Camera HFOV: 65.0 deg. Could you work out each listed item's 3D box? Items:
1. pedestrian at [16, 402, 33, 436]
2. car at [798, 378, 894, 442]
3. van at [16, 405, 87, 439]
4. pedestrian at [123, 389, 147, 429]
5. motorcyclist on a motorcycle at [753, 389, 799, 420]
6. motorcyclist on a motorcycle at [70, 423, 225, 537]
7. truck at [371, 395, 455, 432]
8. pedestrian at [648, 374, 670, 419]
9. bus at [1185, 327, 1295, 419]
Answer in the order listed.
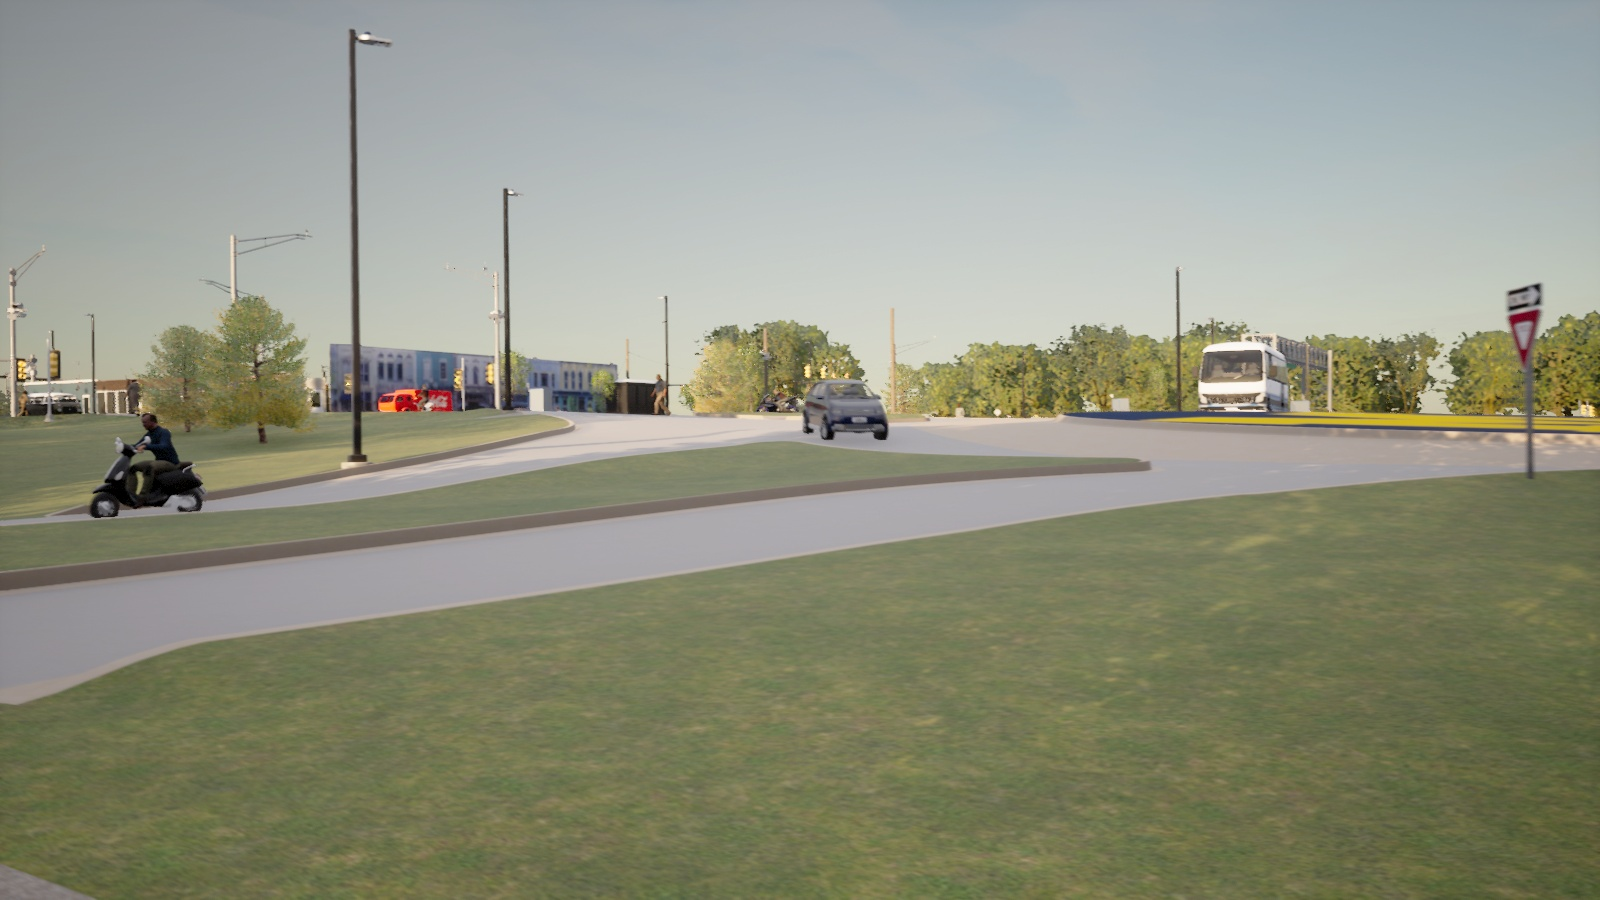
[{"bbox_3d":[-45.054,-1.812,72.960,0.396,1.930,0.692,-2,0,31],"label":"pedestrian"},{"bbox_3d":[1.191,-1.135,34.114,1.789,1.549,3.705,-2,5,-11],"label":"car"},{"bbox_3d":[-48.014,-1.791,80.530,4.480,2.038,2.069,-1,0,32],"label":"van"},{"bbox_3d":[-32.835,-2.026,62.014,0.873,1.952,0.659,-2,0,32],"label":"pedestrian"},{"bbox_3d":[-1.230,-2.322,64.287,2.191,1.530,0.866,0,1,13],"label":"motorcyclist on a motorcycle"},{"bbox_3d":[-9.747,0.418,18.818,0.866,1.590,1.817,-2,1,32],"label":"motorcyclist on a motorcycle"},{"bbox_3d":[-27.705,-2.580,90.050,2.627,2.467,5.204,-2,0,32],"label":"truck"},{"bbox_3d":[-5.854,-2.220,52.120,0.694,1.848,0.540,-2,0,-29],"label":"pedestrian"},{"bbox_3d":[23.545,-3.884,66.728,3.944,4.253,10.273,-1,0,28],"label":"bus"}]
